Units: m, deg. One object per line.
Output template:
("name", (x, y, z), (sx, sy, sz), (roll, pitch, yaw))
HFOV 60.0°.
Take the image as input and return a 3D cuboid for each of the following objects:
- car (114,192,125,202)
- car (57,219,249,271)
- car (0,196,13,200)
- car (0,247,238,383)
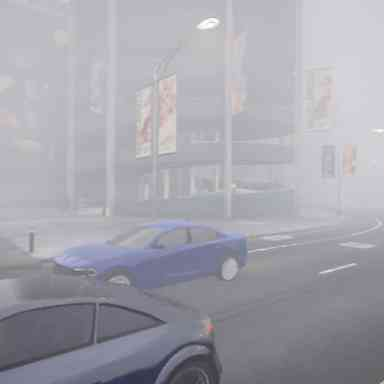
("car", (-14.854, 0.926, 62.999), (2.435, 2.045, 5.566), (0, 0, -39))
("car", (-0.754, 1.472, 8.184), (5.008, 1.535, 1.882), (1, 0, -39))
("car", (-28.738, 1.239, 50.742), (1.895, 1.301, 4.718), (0, 0, -39))
("car", (-1.708, 1.549, 2.934), (4.181, 1.385, 1.994), (1, 0, -39))
